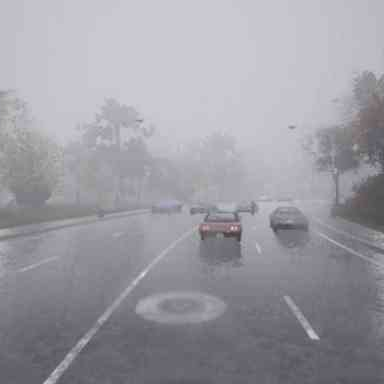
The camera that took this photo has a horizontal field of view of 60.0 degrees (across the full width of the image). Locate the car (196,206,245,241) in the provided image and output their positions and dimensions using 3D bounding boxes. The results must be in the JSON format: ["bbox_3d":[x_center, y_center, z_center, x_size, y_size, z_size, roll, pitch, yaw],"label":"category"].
[{"bbox_3d":[1.543,1.592,16.530,1.895,1.301,4.718,0,0,9],"label":"car"}]

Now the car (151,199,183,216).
[{"bbox_3d":[-2.314,1.432,32.244,1.882,1.535,5.008,0,0,16],"label":"car"}]

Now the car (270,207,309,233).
[{"bbox_3d":[5.746,1.570,20.036,1.994,1.385,4.181,0,0,11],"label":"car"}]

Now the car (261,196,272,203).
[{"bbox_3d":[15.079,1.503,68.884,1.812,1.442,4.674,0,0,35],"label":"car"}]

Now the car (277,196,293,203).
[{"bbox_3d":[19.139,1.577,68.516,1.895,1.301,4.718,0,0,35],"label":"car"}]

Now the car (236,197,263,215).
[{"bbox_3d":[5.712,1.540,34.163,2.033,1.411,5.357,0,0,18],"label":"car"}]

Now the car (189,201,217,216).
[{"bbox_3d":[1.168,1.573,31.834,1.895,1.301,4.718,0,0,16],"label":"car"}]
